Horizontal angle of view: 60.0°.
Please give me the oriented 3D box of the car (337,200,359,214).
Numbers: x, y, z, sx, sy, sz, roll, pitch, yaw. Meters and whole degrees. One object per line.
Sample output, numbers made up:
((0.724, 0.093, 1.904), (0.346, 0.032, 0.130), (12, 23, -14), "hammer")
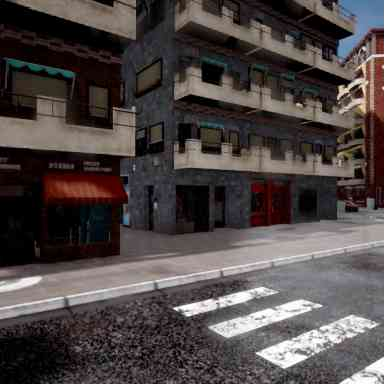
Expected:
((17.869, 1.673, 39.109), (1.882, 1.535, 5.008), (0, 0, 5), "car")
